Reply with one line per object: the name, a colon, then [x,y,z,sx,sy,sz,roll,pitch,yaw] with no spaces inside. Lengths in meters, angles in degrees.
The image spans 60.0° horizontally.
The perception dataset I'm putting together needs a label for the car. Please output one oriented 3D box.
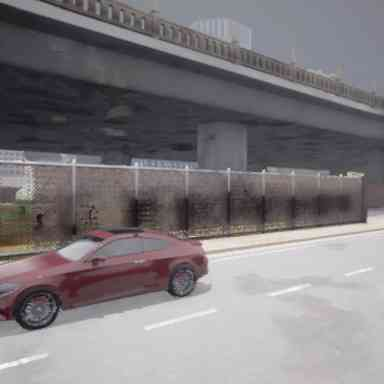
car: [-1.748,1.525,7.023,4.674,1.442,1.812,0,0,-36]
